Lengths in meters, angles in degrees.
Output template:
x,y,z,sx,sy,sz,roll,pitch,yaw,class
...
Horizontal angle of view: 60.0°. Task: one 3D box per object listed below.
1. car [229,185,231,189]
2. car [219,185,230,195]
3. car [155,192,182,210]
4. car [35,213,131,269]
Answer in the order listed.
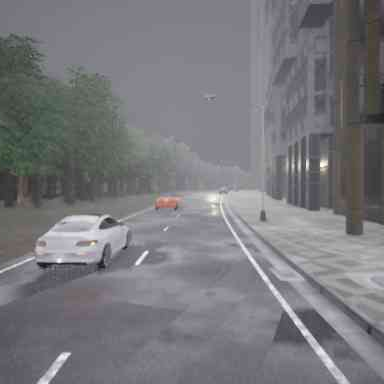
x,y,z,sx,sy,sz,roll,pitch,yaw,class
8.882,-0.812,92.348,1.837,1.490,4.892,0,1,11,car
6.849,-0.160,73.094,1.812,1.442,4.674,0,2,9,car
-2.220,0.787,32.576,2.097,1.767,4.553,0,1,4,car
-3.236,1.402,10.560,1.812,1.442,4.674,0,1,1,car
